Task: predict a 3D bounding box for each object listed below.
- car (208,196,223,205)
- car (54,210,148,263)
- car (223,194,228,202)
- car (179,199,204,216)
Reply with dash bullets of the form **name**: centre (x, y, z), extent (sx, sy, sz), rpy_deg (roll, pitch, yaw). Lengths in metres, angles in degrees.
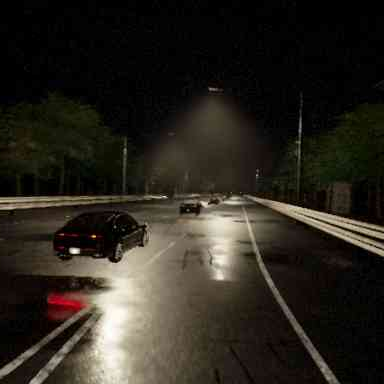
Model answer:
- **car**: centre (4.143, 1.669, 62.328), extent (2.033, 1.411, 5.357), rpy_deg (2, 0, 8)
- **car**: centre (-2.937, 1.409, 11.698), extent (1.837, 1.490, 4.892), rpy_deg (2, 0, 8)
- **car**: centre (7.954, 1.747, 89.558), extent (1.882, 1.535, 5.008), rpy_deg (2, 0, 8)
- **car**: centre (-0.008, 1.481, 32.628), extent (2.128, 1.511, 4.902), rpy_deg (2, 0, 8)
